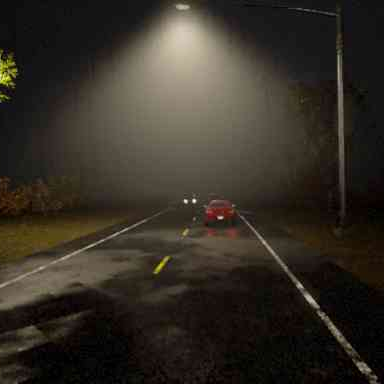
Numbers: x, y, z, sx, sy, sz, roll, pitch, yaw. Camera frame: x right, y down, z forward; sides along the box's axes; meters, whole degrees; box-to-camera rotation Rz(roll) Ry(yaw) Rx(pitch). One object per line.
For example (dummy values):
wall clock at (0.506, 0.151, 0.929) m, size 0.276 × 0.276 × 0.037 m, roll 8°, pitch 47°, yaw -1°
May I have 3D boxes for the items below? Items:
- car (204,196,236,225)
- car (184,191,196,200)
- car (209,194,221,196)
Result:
car at (1.754, 1.236, 21.058) m, size 1.812 × 1.442 × 4.674 m, roll -1°, pitch 1°, yaw 4°
car at (-0.392, 0.541, 63.518) m, size 2.097 × 1.767 × 4.553 m, roll -1°, pitch 1°, yaw 0°
car at (2.721, 0.963, 39.348) m, size 1.837 × 1.490 × 4.892 m, roll -1°, pitch 1°, yaw 2°
